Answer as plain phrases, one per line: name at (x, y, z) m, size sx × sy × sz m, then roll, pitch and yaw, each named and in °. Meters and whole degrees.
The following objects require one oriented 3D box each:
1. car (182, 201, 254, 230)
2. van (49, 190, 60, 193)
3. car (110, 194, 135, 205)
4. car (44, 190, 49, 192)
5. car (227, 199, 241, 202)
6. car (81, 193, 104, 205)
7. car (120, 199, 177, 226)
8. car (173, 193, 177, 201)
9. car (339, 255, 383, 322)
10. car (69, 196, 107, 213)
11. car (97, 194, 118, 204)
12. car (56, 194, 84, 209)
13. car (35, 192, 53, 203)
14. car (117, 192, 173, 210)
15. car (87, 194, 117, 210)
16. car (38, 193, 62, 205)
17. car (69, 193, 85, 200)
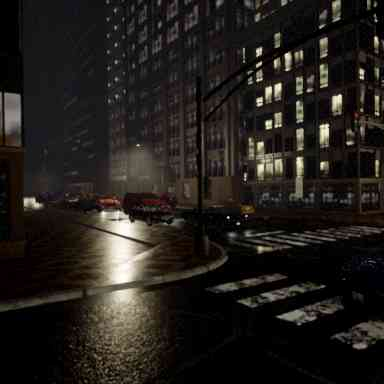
car at (1.378, 1.491, 20.880) m, size 1.895 × 1.301 × 4.718 m, roll -1°, pitch 1°, yaw -35°
van at (-32.531, 0.527, 80.004) m, size 1.690 × 1.788 × 3.998 m, roll -1°, pitch 1°, yaw -35°
car at (-10.050, 1.089, 47.542) m, size 1.887 × 1.381 × 4.507 m, roll -1°, pitch 1°, yaw -35°
car at (-35.742, 0.684, 84.645) m, size 2.008 × 1.369 × 4.403 m, roll -1°, pitch 1°, yaw -35°
car at (3.143, 1.274, 28.421) m, size 1.752 × 1.417 × 4.829 m, roll -1°, pitch 1°, yaw -35°
car at (-15.008, 1.021, 50.133) m, size 1.882 × 1.535 × 5.008 m, roll -1°, pitch 1°, yaw -35°
car at (-2.840, 1.453, 22.458) m, size 2.008 × 1.369 × 4.403 m, roll -1°, pitch 1°, yaw -35°
car at (-3.629, 0.959, 38.263) m, size 2.192 × 1.841 × 5.009 m, roll -1°, pitch 1°, yaw -35°
car at (5.200, 1.473, 6.151) m, size 5.008 × 1.535 × 1.882 m, roll 0°, pitch -1°, yaw -14°
car at (-10.493, 1.351, 33.462) m, size 1.947 × 1.339 × 4.313 m, roll -1°, pitch 1°, yaw -35°
car at (-13.262, 1.076, 52.179) m, size 1.802 × 1.307 × 4.206 m, roll -1°, pitch 1°, yaw -35°
car at (-13.706, 1.287, 38.101) m, size 2.008 × 1.369 × 4.403 m, roll -1°, pitch 1°, yaw -35°
car at (-23.342, 1.129, 52.018) m, size 1.887 × 1.381 × 4.507 m, roll -1°, pitch 1°, yaw -35°
car at (-4.216, 1.027, 28.925) m, size 2.150 × 2.045 × 5.566 m, roll -1°, pitch 1°, yaw -34°
car at (-9.825, 1.071, 37.041) m, size 2.097 × 1.767 × 4.553 m, roll -1°, pitch 1°, yaw -35°
car at (-20.130, 1.217, 47.379) m, size 1.802 × 1.307 × 4.206 m, roll -1°, pitch 1°, yaw -35°
car at (-22.897, 0.885, 66.093) m, size 1.887 × 1.381 × 4.507 m, roll -1°, pitch 1°, yaw -35°
